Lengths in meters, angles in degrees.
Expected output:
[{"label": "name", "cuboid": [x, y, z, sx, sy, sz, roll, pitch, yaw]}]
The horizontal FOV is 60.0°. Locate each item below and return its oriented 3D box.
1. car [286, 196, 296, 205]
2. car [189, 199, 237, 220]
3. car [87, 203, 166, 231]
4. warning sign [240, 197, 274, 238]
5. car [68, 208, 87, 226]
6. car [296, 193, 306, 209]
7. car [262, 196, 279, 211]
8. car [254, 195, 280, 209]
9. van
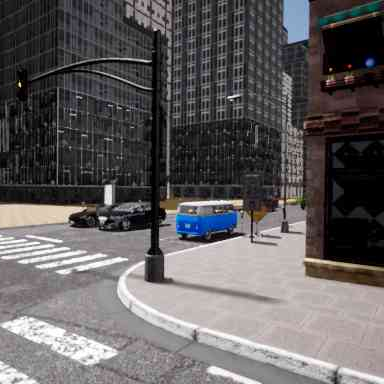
[{"label": "car", "cuboid": [16.387, 1.362, 53.275, 1.752, 1.417, 4.829, 1, 1, 35]}, {"label": "car", "cuboid": [1.894, 1.425, 28.428, 1.837, 1.490, 4.892, 1, 1, 36]}, {"label": "car", "cuboid": [-3.626, 1.430, 20.672, 2.128, 1.511, 4.902, 1, 1, 35]}, {"label": "warning sign", "cuboid": [3.150, 1.176, 16.101, 1.300, 1.860, 1.060, 1, 1, 35]}, {"label": "car", "cuboid": [-5.963, 1.466, 21.855, 1.947, 1.339, 4.313, 1, 1, 35]}, {"label": "car", "cuboid": [15.452, 1.158, 42.069, 2.150, 2.045, 5.566, 1, 1, 36]}, {"label": "car", "cuboid": [7.788, 1.429, 36.708, 1.812, 1.442, 4.674, 1, 1, 36]}, {"label": "car", "cuboid": [10.072, 1.292, 44.395, 1.967, 1.590, 4.097, 1, 1, 35]}, {"label": "van", "cuboid": [0.868, 1.367, 16.995, 1.690, 1.788, 3.998, 1, 1, 35]}]
